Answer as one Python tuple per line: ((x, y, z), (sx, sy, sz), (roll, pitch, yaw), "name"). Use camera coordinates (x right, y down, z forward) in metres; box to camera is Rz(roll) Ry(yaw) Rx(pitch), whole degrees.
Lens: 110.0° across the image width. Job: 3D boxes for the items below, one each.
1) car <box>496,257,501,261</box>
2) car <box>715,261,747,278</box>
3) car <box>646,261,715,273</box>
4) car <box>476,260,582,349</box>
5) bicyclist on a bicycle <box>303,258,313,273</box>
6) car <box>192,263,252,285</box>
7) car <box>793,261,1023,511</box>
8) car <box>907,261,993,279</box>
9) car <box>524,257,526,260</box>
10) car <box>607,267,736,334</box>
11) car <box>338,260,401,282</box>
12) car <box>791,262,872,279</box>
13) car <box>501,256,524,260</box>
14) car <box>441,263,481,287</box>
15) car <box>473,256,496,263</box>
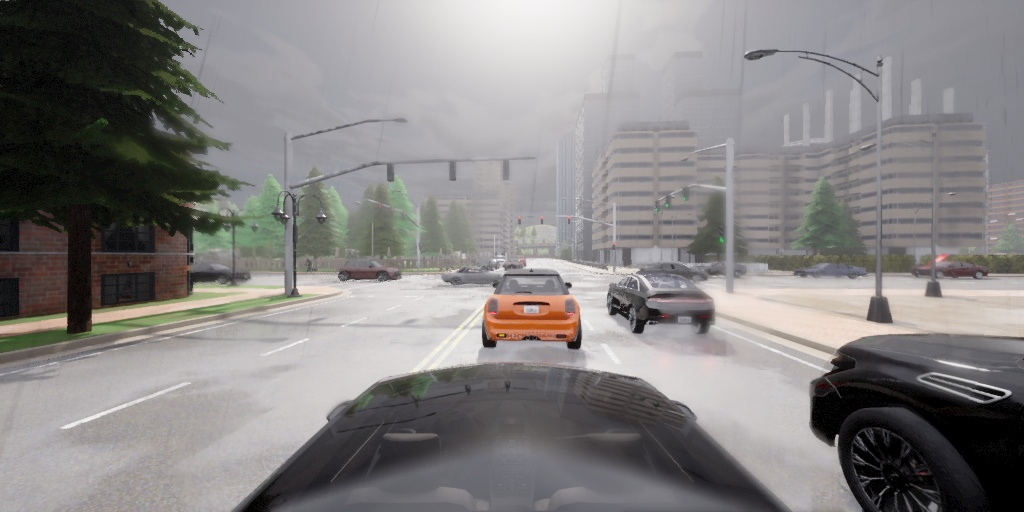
((-3.024, 1.241, 54.804), (2.128, 1.511, 4.902), (0, 0, 4), "car")
((19.002, 1.241, 33.254), (4.902, 1.511, 2.128), (0, 0, 4), "car")
((11.862, 1.255, 26.548), (4.892, 1.490, 1.837), (0, 0, 4), "car")
((0.517, 1.102, 9.368), (2.097, 1.767, 4.553), (0, 0, 3), "car")
((-22.758, 1.051, 40.054), (0.582, 1.620, 1.656), (0, 0, 4), "bicyclist on a bicycle")
((-21.194, 1.228, 25.427), (5.008, 1.535, 1.882), (0, 0, 4), "car")
((3.708, 0.971, 0.759), (2.150, 2.045, 5.566), (0, 0, 0), "car")
((38.753, 1.228, 31.822), (5.008, 1.535, 1.882), (0, 0, 4), "car")
((0.781, 1.314, 58.652), (1.994, 1.385, 4.181), (0, 0, 5), "car")
((4.092, 1.241, 10.596), (2.128, 1.511, 4.902), (0, 0, 4), "car")
((-11.110, 1.101, 28.204), (4.553, 1.767, 2.097), (0, 0, 4), "car")
((28.850, 1.297, 32.544), (5.357, 1.411, 2.033), (0, 0, 4), "car")
((0.135, 1.102, 50.056), (2.097, 1.767, 4.553), (0, 0, 4), "car")
((-2.201, 1.351, 24.052), (4.718, 1.301, 1.895), (0, 0, 4), "car")
((-3.759, 1.102, 45.884), (2.097, 1.767, 4.553), (0, 0, 6), "car")
